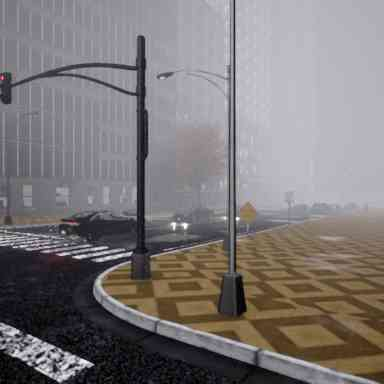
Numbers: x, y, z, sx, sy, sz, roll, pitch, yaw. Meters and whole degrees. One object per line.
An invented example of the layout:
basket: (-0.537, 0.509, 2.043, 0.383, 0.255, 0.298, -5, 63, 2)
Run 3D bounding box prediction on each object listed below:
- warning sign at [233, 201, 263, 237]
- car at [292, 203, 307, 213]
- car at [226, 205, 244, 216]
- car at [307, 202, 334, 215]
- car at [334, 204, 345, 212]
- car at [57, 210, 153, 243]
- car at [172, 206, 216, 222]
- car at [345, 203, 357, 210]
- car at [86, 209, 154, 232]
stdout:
warning sign: (3.131, 1.453, 18.532, 1.300, 1.860, 1.060, 1, 1, 33)
car: (16.599, 2.467, 50.648, 1.812, 1.442, 4.674, 0, -1, 33)
car: (5.682, 2.236, 40.003, 1.994, 1.385, 4.181, 0, -1, 33)
car: (18.339, 2.265, 47.347, 2.097, 1.767, 4.553, 0, -1, 33)
car: (23.793, 2.638, 55.845, 2.033, 1.411, 5.357, 0, -1, 33)
car: (-4.641, 1.731, 17.642, 2.128, 1.511, 4.902, 0, -1, 36)
car: (0.313, 2.042, 31.660, 2.033, 1.411, 5.357, 0, -1, 33)
car: (31.396, 2.835, 65.759, 1.812, 1.442, 4.674, 0, -1, 33)
car: (-4.953, 1.921, 23.465, 1.895, 1.301, 4.718, 0, -1, 33)
